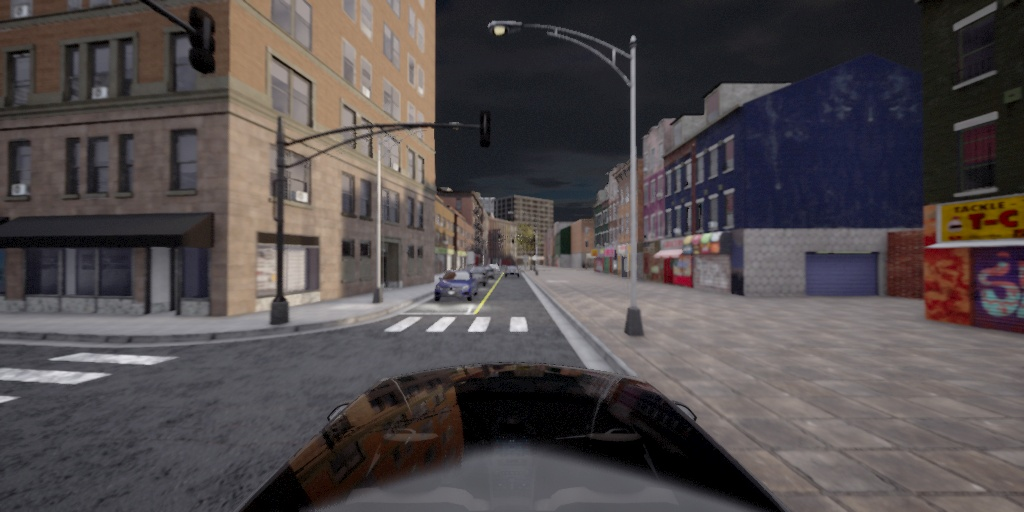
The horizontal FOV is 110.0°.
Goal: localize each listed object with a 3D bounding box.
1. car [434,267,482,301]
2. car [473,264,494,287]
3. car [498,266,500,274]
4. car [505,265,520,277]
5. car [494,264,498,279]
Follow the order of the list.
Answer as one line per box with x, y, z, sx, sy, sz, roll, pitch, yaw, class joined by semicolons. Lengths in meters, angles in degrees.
-2.843;1.488;19.105;1.812;1.442;4.674;0;-1;0;car
-2.843;1.568;28.290;2.128;1.511;4.902;0;-1;0;car
-2.734;1.925;53.443;1.812;1.442;4.674;0;-1;0;car
0.015;1.822;43.776;2.033;1.411;5.357;0;-1;0;car
-2.835;1.767;38.319;1.994;1.385;4.181;0;-1;-1;car
